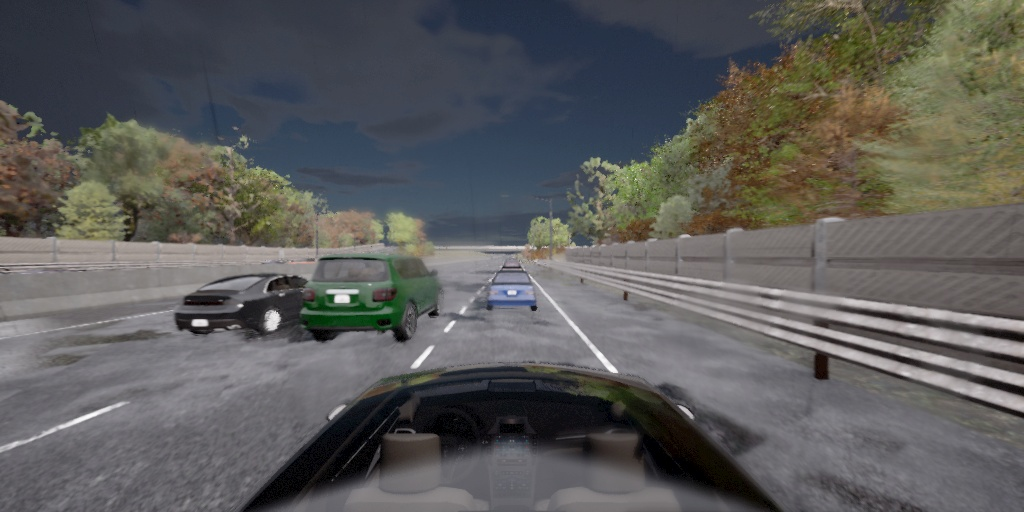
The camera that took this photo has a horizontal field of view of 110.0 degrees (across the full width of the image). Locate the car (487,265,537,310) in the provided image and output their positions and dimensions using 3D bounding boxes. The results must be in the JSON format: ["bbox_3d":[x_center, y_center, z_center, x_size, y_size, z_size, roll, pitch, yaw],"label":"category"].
[{"bbox_3d":[0.000,1.269,14.476,2.033,1.411,5.357,0,0,0],"label":"car"}]

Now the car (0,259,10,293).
[{"bbox_3d":[-28.090,1.068,17.035,2.097,1.767,4.553,0,0,0],"label":"car"}]

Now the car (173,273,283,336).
[{"bbox_3d":[-6.900,1.234,10.354,1.837,1.490,4.892,0,0,0],"label":"car"}]

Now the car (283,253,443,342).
[{"bbox_3d":[-3.402,0.952,9.867,2.150,2.045,5.566,0,0,0],"label":"car"}]

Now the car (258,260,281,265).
[{"bbox_3d":[-31.505,1.251,47.056,1.994,1.385,4.181,0,0,0],"label":"car"}]

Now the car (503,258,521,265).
[{"bbox_3d":[0.000,1.194,29.128,2.128,1.511,4.902,0,0,0],"label":"car"}]

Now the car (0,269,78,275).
[{"bbox_3d":[-21.093,1.282,16.044,1.994,1.385,4.181,0,0,0],"label":"car"}]
